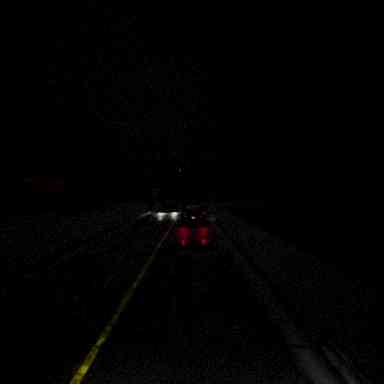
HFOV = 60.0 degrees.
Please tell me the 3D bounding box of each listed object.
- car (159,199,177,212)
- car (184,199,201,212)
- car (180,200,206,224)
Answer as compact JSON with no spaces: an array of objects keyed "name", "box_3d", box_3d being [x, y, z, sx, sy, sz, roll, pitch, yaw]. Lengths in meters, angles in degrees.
[{"name":"car","box_3d":[-2.853,1.602,40.369,1.882,1.535,5.008,0,0,0]},{"name":"car","box_3d":[0.077,1.682,41.814,2.033,1.411,5.357,0,0,0]},{"name":"car","box_3d":[0.087,1.565,24.879,1.812,1.442,4.674,0,0,0]}]
